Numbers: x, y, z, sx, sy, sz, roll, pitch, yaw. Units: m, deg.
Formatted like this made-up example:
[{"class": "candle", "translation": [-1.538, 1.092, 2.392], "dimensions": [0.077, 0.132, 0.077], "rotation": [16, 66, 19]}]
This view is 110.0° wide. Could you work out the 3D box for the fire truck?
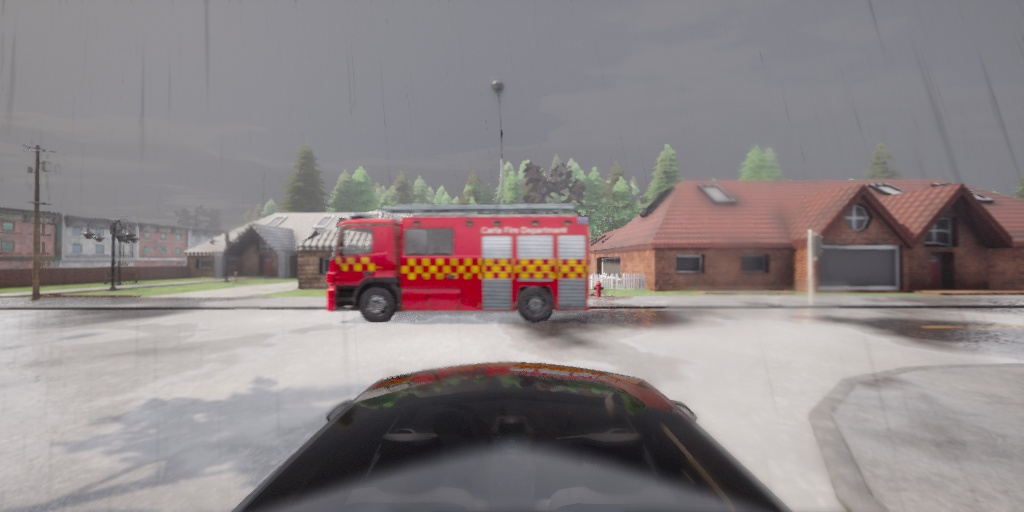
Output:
[{"class": "fire truck", "translation": [-1.679, 0.227, 12.641], "dimensions": [8.468, 3.827, 2.891], "rotation": [0, -1, 1]}]
